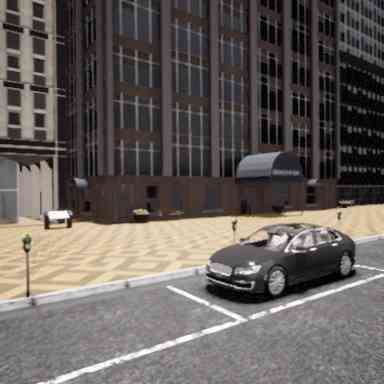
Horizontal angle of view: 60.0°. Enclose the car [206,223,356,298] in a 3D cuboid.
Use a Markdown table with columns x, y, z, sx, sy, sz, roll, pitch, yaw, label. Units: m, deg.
| x | y | z | sx | sy | sz | roll | pitch | yaw | label |
| --- | --- | --- | --- | --- | --- | --- | --- | --- | --- |
| 2.348 | 1.484 | 8.239 | 4.403 | 1.369 | 2.008 | -1 | 0 | -36 | car |
